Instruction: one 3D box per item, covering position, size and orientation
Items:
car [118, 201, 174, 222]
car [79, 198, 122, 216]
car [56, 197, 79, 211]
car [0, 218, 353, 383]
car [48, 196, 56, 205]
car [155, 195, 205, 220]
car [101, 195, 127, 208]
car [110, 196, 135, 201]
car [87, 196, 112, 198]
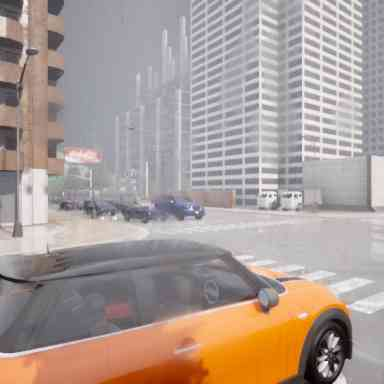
[{"bbox_3d":[-3.707,1.655,26.060,1.895,1.301,4.718,0,0,-36],"label":"car"},{"bbox_3d":[-9.407,1.601,33.839,2.033,1.411,5.357,0,0,-36],"label":"car"},{"bbox_3d":[-15.263,1.618,41.883,1.994,1.385,4.181,0,0,-35],"label":"car"},{"bbox_3d":[-0.153,1.352,3.855,4.553,1.767,2.097,0,0,-35],"label":"car"},{"bbox_3d":[-24.702,1.545,60.128,4.902,1.511,2.128,0,0,-36],"label":"car"},{"bbox_3d":[-1.227,1.276,28.599,2.150,2.045,5.566,0,0,-36],"label":"car"},{"bbox_3d":[-11.417,1.405,48.752,2.097,1.767,4.553,0,0,-36],"label":"car"},{"bbox_3d":[-6.941,1.558,36.398,1.837,1.490,4.892,0,0,-36],"label":"car"},{"bbox_3d":[-12.999,1.405,44.707,2.097,1.767,4.553,0,0,-36],"label":"car"}]
